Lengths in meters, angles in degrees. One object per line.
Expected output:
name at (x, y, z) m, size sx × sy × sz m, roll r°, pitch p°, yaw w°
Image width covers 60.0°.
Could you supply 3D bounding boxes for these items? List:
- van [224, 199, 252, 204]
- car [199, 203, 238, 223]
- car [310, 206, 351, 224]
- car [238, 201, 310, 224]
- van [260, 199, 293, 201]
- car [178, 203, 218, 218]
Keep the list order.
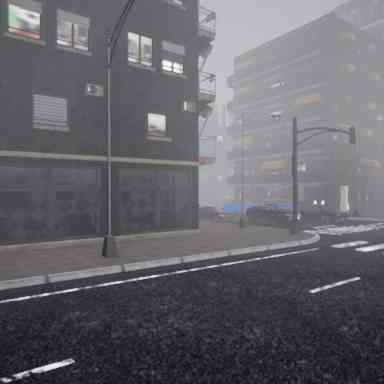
van at (5.174, 1.660, 38.092) m, size 1.690 × 1.788 × 3.998 m, roll -1°, pitch 0°, yaw -36°
car at (1.760, 1.864, 28.656) m, size 1.802 × 1.307 × 4.206 m, roll -1°, pitch 0°, yaw -36°
car at (9.950, 1.774, 26.595) m, size 1.895 × 1.301 × 4.718 m, roll 0°, pitch -1°, yaw -35°
car at (6.437, 1.705, 26.648) m, size 2.128 × 1.511 × 4.902 m, roll 0°, pitch -1°, yaw -37°
van at (8.494, 1.587, 33.580) m, size 1.690 × 1.788 × 3.998 m, roll -1°, pitch 0°, yaw -36°
car at (0.546, 1.907, 34.649) m, size 1.994 × 1.385 × 4.181 m, roll 0°, pitch -1°, yaw -36°
